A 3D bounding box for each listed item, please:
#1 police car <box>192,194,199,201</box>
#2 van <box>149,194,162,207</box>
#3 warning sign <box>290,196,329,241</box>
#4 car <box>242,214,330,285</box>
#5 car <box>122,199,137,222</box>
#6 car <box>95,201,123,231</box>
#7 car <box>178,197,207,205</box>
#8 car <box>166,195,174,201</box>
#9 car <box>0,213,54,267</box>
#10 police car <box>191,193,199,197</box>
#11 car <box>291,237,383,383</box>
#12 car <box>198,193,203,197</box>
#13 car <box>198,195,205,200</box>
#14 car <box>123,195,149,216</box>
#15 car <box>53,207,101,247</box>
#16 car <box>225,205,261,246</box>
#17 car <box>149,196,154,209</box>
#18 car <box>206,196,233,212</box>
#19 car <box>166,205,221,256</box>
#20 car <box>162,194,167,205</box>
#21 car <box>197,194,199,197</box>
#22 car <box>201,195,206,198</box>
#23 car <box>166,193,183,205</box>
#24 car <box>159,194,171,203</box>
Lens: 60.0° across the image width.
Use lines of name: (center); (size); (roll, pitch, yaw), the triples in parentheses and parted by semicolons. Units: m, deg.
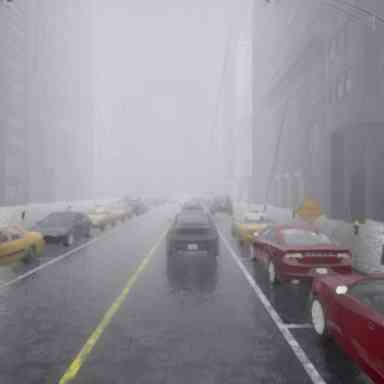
police car: (0.896, 1.419, 89.498); (1.930, 1.638, 5.238); (0, 0, 0)
van: (-5.768, 1.322, 48.794); (1.690, 1.788, 3.998); (0, 0, 0)
warning sign: (5.070, 1.106, 14.384); (1.300, 1.860, 1.060); (0, 0, 0)
car: (2.760, 1.538, 9.317); (1.887, 1.381, 4.507); (0, 0, 0)
car: (-5.766, 1.510, 26.061); (1.752, 1.417, 4.829); (0, 0, 0)
car: (-5.766, 1.512, 20.420); (1.752, 1.417, 4.829); (0, 0, 0)
car: (0.045, 1.490, 28.122); (1.837, 1.490, 4.892); (0, 0, 1)
car: (-5.769, 1.559, 88.279); (1.947, 1.339, 4.313); (0, 0, 0)
car: (-5.765, 1.519, 9.139); (1.752, 1.417, 4.829); (0, 0, 0)
police car: (0.840, 1.416, 79.488); (1.930, 1.638, 5.238); (0, 0, -1)
car: (2.760, 1.542, 3.677); (1.887, 1.381, 4.507); (0, 0, 0)
car: (2.756, 1.425, 65.721); (1.967, 1.590, 4.097); (0, 0, 0)
car: (2.755, 1.540, 93.925); (1.887, 1.381, 4.507); (0, 0, 0)
car: (-5.767, 1.297, 31.871); (2.192, 1.841, 5.009); (0, 0, 0)
car: (-5.765, 1.556, 14.949); (1.947, 1.339, 4.313); (0, 0, 0)
car: (2.760, 1.515, 15.128); (1.752, 1.417, 4.829); (0, 0, 0)
car: (-5.767, 1.507, 37.342); (1.752, 1.417, 4.829); (0, 0, 0)
car: (2.758, 1.298, 31.879); (2.192, 1.841, 5.009); (0, 0, 0)
car: (0.045, 1.497, 13.102); (1.837, 1.490, 4.892); (0, 0, 1)
car: (-5.768, 1.532, 54.434); (2.008, 1.369, 4.403); (0, 0, 0)
car: (2.756, 1.555, 77.003); (1.947, 1.339, 4.313); (0, 0, 0)
car: (2.758, 1.532, 48.801); (2.008, 1.369, 4.403); (0, 0, 0)
car: (-3.063, 1.460, 57.489); (1.882, 1.535, 5.008); (0, 0, 0)
car: (-5.770, 1.302, 71.356); (2.192, 1.841, 5.009); (0, 0, 0)
